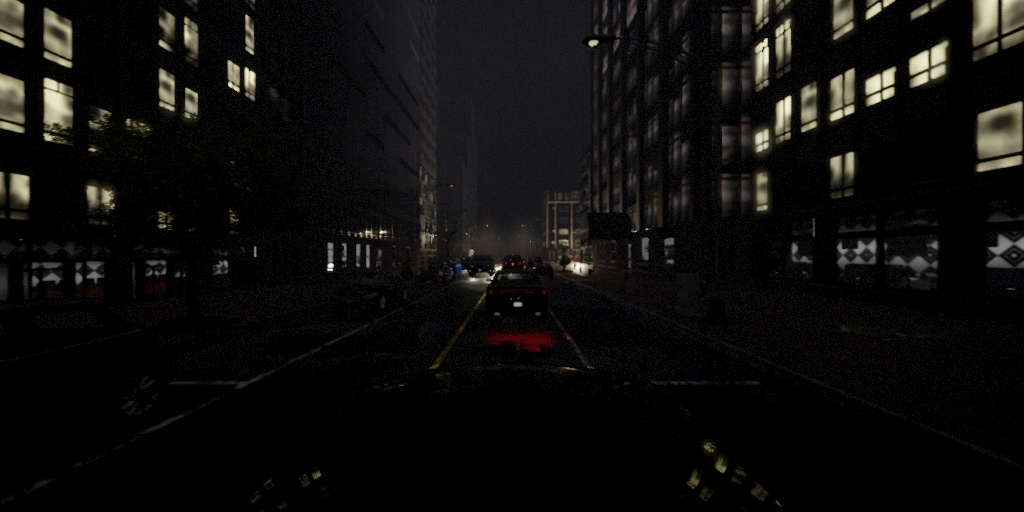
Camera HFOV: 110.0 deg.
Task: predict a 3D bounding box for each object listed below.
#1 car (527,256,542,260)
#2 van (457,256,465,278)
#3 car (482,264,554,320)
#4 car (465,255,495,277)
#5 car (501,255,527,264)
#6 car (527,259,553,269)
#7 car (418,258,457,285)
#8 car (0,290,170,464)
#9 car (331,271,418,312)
[{"bbox_3d":[2.562,0.962,41.680,2.192,1.841,5.009,0,0,0],"label":"car"},{"bbox_3d":[-5.317,1.016,30.562,1.690,1.789,3.998,0,0,0],"label":"van"},{"bbox_3d":[0.111,1.199,12.526,1.882,1.535,5.008,0,0,-1],"label":"car"},{"bbox_3d":[-2.828,0.886,34.612,2.150,2.045,5.566,0,0,0],"label":"car"},{"bbox_3d":[0.098,0.880,37.121,2.150,2.045,5.566,0,0,0],"label":"car"},{"bbox_3d":[2.563,1.225,30.563,2.007,1.370,4.403,0,0,0],"label":"car"},{"bbox_3d":[-5.317,1.129,25.003,1.967,1.591,4.097,0,0,0],"label":"car"},{"bbox_3d":[-5.316,1.187,2.769,1.967,1.591,4.097,0,0,0],"label":"car"},{"bbox_3d":[-5.316,1.268,13.886,2.007,1.370,4.403,0,0,0],"label":"car"}]
